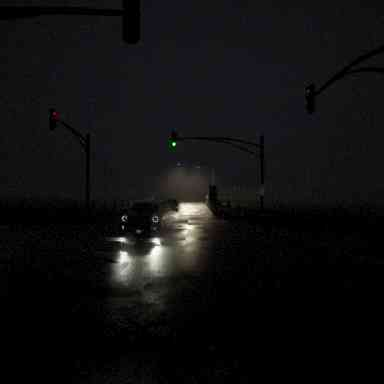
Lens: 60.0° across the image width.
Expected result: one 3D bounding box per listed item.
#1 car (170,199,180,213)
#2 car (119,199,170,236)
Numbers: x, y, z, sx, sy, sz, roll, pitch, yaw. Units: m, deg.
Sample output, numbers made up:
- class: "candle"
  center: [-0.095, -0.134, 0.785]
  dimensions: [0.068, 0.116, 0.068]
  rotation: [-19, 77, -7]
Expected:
- class: "car"
  center: [-2.406, 1.498, 36.850]
  dimensions: [1.882, 1.535, 5.008]
  rotation: [0, 0, 1]
- class: "car"
  center: [-2.585, 1.333, 18.463]
  dimensions: [2.097, 1.767, 4.553]
  rotation: [1, 0, 0]
